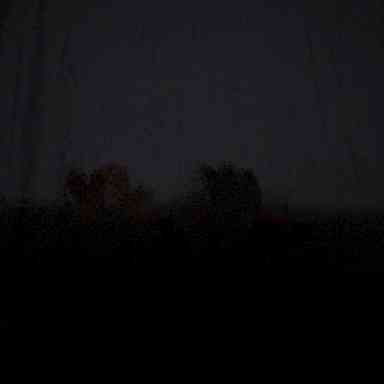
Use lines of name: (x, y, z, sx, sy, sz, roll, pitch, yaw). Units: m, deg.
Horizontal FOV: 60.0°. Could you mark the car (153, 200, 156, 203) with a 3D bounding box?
car: (-9.185, 1.452, 66.216, 2.033, 1.411, 5.357, 0, -1, 36)
